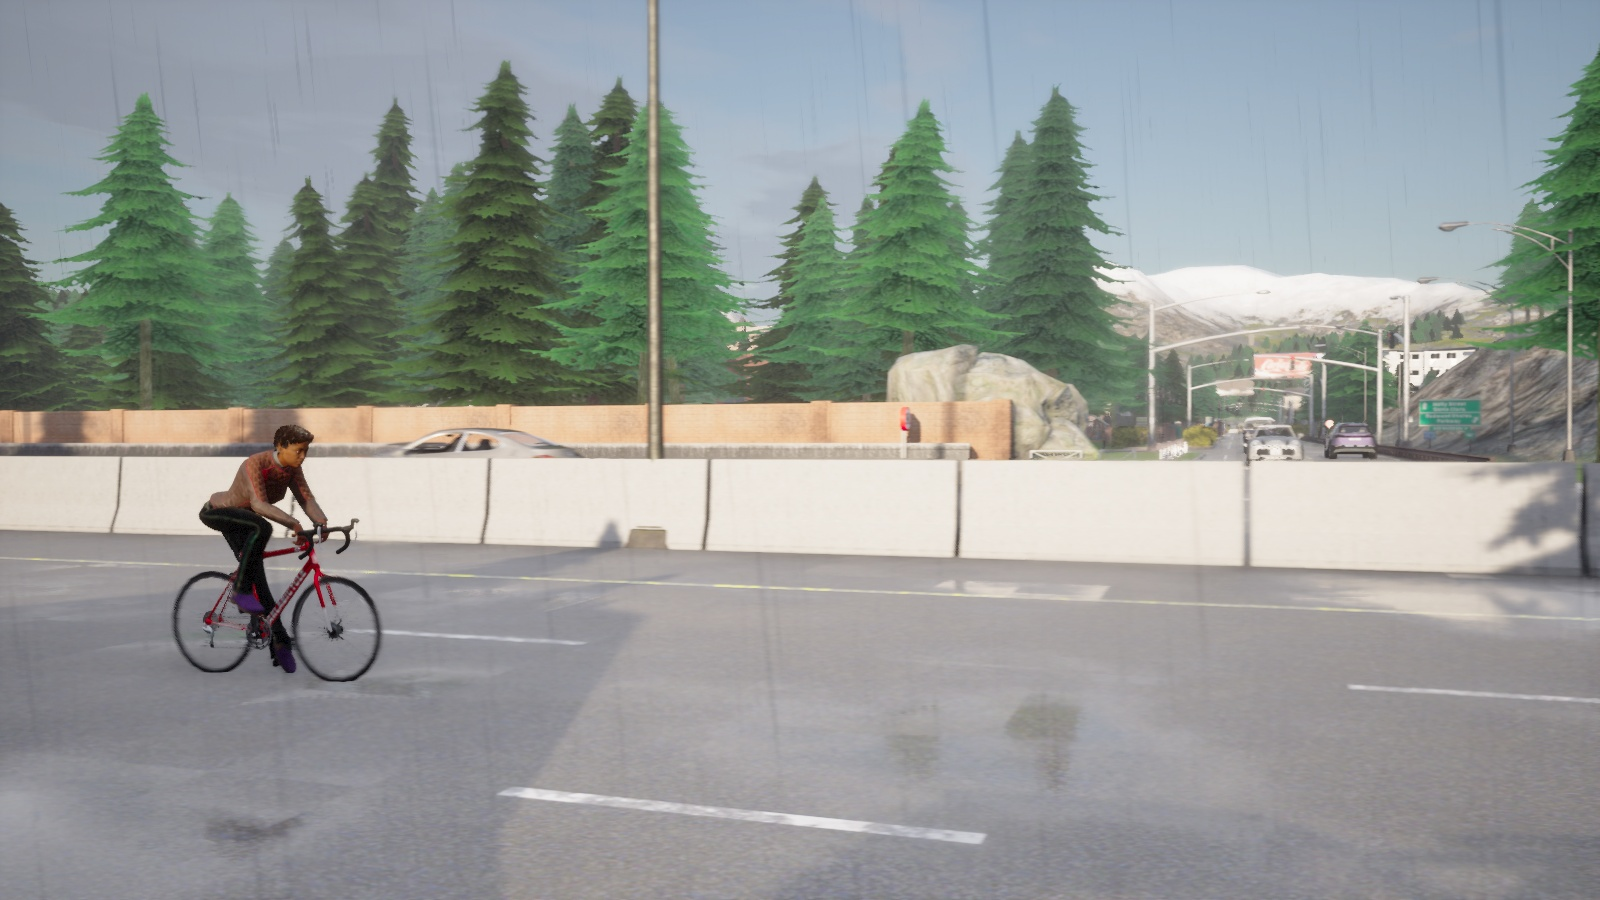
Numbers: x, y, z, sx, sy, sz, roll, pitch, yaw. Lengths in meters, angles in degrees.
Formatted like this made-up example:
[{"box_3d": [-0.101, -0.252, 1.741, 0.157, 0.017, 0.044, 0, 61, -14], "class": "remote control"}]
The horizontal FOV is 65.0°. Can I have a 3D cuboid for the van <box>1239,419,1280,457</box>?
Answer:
[{"box_3d": [25.901, -0.647, 70.867, 2.069, 2.038, 4.480, -1, 0, 19], "class": "van"}]

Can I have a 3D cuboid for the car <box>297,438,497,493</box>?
[{"box_3d": [-10.430, 0.366, 32.551, 4.718, 1.301, 1.895, 1, 1, 19], "class": "car"}]

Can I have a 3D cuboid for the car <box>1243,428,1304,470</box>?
[{"box_3d": [17.061, -0.067, 45.401, 1.970, 1.475, 3.806, 1, 1, 19], "class": "car"}]

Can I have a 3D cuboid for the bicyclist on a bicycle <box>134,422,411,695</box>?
[{"box_3d": [-3.370, 0.638, 8.019, 1.656, 1.620, 0.582, 1, 1, 19], "class": "bicyclist on a bicycle"}]

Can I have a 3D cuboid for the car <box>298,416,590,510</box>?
[{"box_3d": [-6.756, 0.196, 23.925, 5.027, 1.651, 2.152, 1, 1, 19], "class": "car"}]

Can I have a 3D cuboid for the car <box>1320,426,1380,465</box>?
[{"box_3d": [24.392, -0.242, 55.839, 2.033, 1.649, 4.856, 1, 1, 19], "class": "car"}]
